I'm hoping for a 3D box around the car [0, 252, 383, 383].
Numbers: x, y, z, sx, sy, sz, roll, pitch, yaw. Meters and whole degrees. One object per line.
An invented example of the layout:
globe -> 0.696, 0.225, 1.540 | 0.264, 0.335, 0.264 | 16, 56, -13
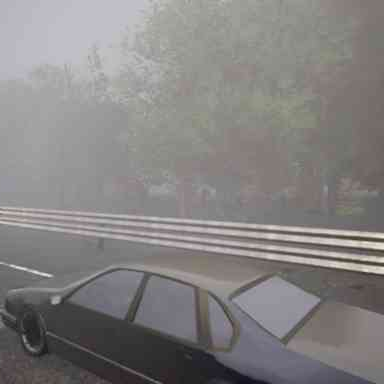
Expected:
car -> -0.277, 1.524, 4.183 | 5.357, 1.411, 2.033 | 1, 0, 36
